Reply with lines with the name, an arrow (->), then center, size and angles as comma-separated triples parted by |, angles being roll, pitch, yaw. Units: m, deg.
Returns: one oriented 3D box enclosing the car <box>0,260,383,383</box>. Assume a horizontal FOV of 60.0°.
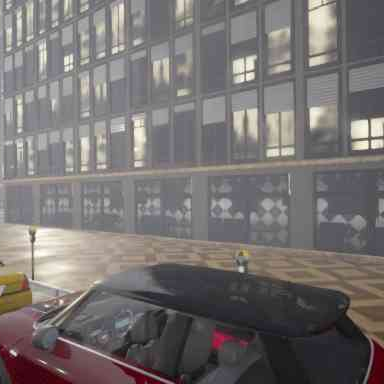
car -> -0.368, 1.441, 3.157 | 4.097, 1.590, 1.967 | 0, -1, 36
